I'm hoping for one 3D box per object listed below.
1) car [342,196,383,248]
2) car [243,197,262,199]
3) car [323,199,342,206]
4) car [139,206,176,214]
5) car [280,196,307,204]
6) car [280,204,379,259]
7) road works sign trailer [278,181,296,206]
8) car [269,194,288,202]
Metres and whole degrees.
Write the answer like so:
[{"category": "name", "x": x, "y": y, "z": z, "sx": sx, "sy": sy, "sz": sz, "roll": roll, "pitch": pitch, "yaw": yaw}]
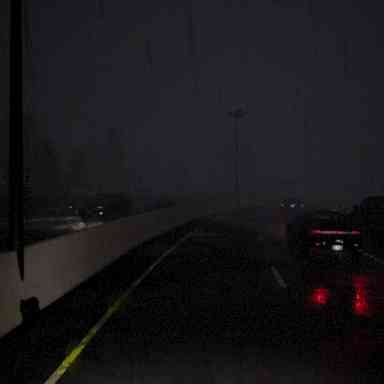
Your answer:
[{"category": "car", "x": 8.551, "y": 1.163, "z": 14.439, "sx": 2.150, "sy": 2.045, "sz": 5.566, "roll": 0, "pitch": 0, "yaw": 10}, {"category": "car", "x": 12.213, "y": 1.253, "z": 64.470, "sx": 1.994, "sy": 1.385, "sz": 4.181, "roll": 0, "pitch": 0, "yaw": 38}, {"category": "car", "x": 13.525, "y": 1.388, "z": 31.704, "sx": 1.812, "sy": 1.442, "sz": 4.674, "roll": 0, "pitch": 0, "yaw": 21}, {"category": "car", "x": -2.615, "y": 1.394, "z": 28.593, "sx": 2.033, "sy": 1.411, "sz": 5.357, "roll": 0, "pitch": 0, "yaw": 17}, {"category": "car", "x": 9.197, "y": 1.214, "z": 30.059, "sx": 2.097, "sy": 1.767, "sz": 4.553, "roll": 0, "pitch": 0, "yaw": 19}, {"category": "car", "x": 4.710, "y": 1.436, "z": 12.377, "sx": 2.128, "sy": 1.511, "sz": 4.902, "roll": 0, "pitch": 0, "yaw": 8}, {"category": "road works sign trailer", "x": 14.337, "y": 0.237, "z": 49.505, "sx": 2.380, "sy": 3.560, "sz": 2.880, "roll": 0, "pitch": 0, "yaw": 35}, {"category": "car", "x": 16.920, "y": 1.201, "z": 64.722, "sx": 1.837, "sy": 1.490, "sz": 4.892, "roll": 0, "pitch": 0, "yaw": 39}]
